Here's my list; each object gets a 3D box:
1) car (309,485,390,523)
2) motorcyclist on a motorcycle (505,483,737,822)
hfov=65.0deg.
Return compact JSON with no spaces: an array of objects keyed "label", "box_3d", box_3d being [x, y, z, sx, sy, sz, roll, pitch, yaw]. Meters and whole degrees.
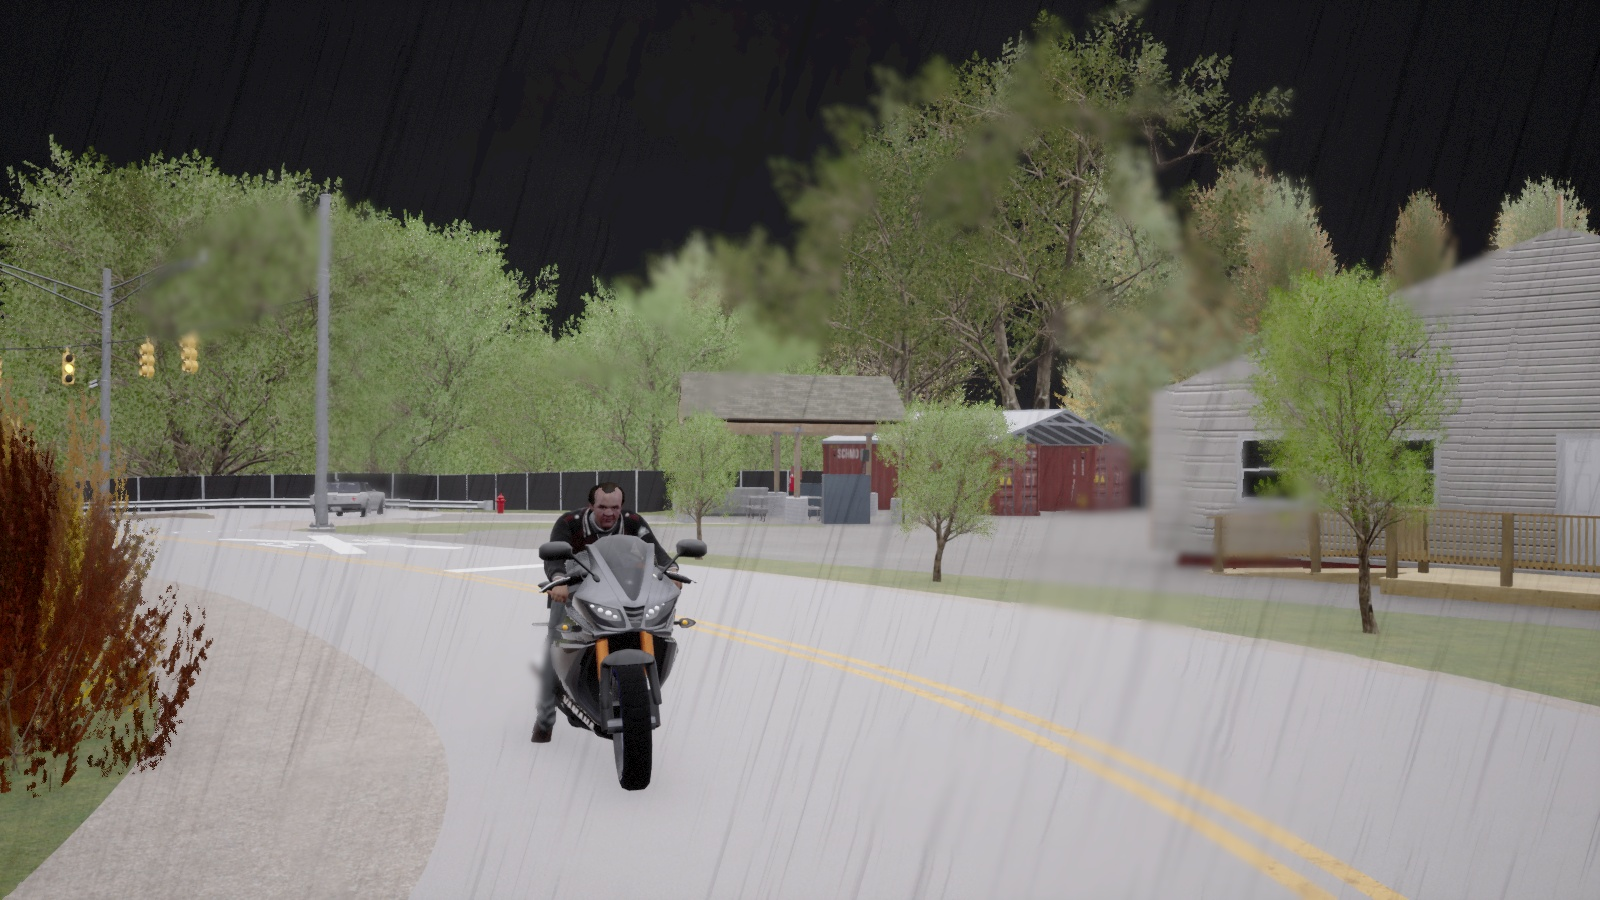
[{"label":"car","box_3d":[-16.899,2.009,47.328,1.895,1.301,4.718,-1,-1,-8]},{"label":"motorcyclist on a motorcycle","box_3d":[-1.077,0.965,6.969,0.866,1.530,2.191,0,-1,-19]}]
